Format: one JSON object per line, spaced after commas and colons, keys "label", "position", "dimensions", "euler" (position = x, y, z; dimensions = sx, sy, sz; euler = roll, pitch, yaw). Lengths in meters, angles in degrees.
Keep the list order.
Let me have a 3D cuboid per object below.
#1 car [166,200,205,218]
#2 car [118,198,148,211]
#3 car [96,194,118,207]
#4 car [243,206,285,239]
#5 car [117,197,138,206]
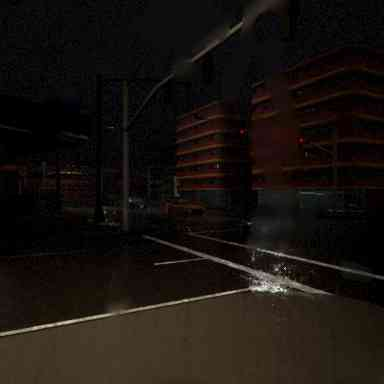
{"label": "car", "position": [-0.691, 1.478, 30.658], "dimensions": [1.882, 1.535, 5.008], "euler": [0, 0, -30]}
{"label": "car", "position": [-7.184, 1.489, 41.691], "dimensions": [2.128, 1.511, 4.902], "euler": [0, 0, -30]}
{"label": "car", "position": [-13.616, 1.506, 52.680], "dimensions": [1.837, 1.490, 4.892], "euler": [0, 0, -30]}
{"label": "car", "position": [3.783, 1.493, 17.590], "dimensions": [2.128, 1.511, 4.902], "euler": [1, 0, 11]}
{"label": "car", "position": [-10.785, 1.601, 55.093], "dimensions": [1.895, 1.301, 4.718], "euler": [0, 0, -30]}
